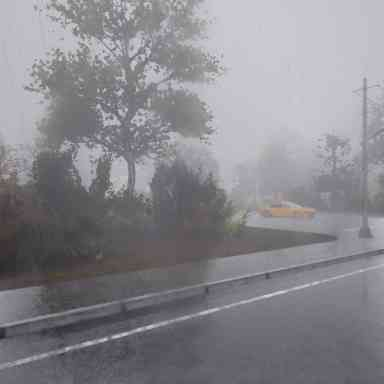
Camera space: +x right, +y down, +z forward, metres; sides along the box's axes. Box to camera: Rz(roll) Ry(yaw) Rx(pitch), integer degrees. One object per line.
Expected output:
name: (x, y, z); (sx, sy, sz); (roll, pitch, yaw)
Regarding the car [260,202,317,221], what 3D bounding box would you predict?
car: (8.124, 1.589, 28.391); (1.882, 1.535, 5.008); (0, -1, -39)
